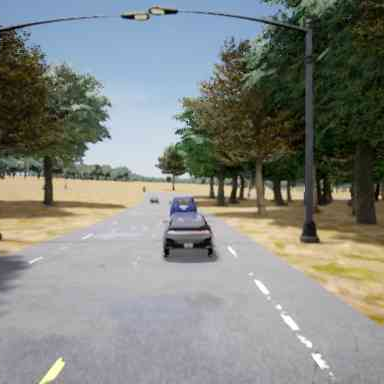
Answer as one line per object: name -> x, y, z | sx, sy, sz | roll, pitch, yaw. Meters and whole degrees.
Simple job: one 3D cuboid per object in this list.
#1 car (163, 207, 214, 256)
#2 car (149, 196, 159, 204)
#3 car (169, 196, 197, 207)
car -> -0.159, 1.585, 13.588 | 2.128, 1.511, 4.902 | -1, 0, -1
car -> -7.321, 1.533, 64.980 | 2.033, 1.411, 5.357 | 0, 1, -5
car -> -0.744, 1.341, 27.673 | 2.150, 2.045, 5.566 | 0, 0, -3
